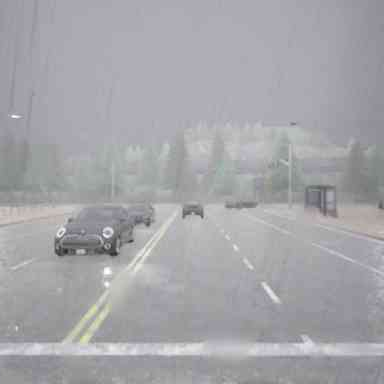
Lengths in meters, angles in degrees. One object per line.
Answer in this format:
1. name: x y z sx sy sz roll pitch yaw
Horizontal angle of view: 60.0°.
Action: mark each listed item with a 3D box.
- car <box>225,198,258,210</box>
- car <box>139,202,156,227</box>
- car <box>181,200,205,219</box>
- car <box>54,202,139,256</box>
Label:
1. car: 6.379 1.512 42.930 2.033 1.411 5.357 0 0 41
2. car: -3.585 1.495 22.798 1.837 1.490 4.892 0 0 0
3. car: 0.094 1.492 29.236 1.837 1.490 4.892 0 0 0
4. car: -3.598 1.347 13.016 2.097 1.767 4.553 0 0 0
